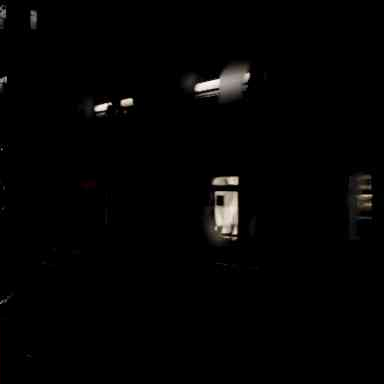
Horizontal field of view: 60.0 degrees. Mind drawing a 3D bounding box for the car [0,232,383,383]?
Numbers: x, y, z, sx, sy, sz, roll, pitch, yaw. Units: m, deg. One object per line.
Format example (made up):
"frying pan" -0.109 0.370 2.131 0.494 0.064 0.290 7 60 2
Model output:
"car" -0.406 1.319 2.982 5.009 1.841 2.192 0 1 36
